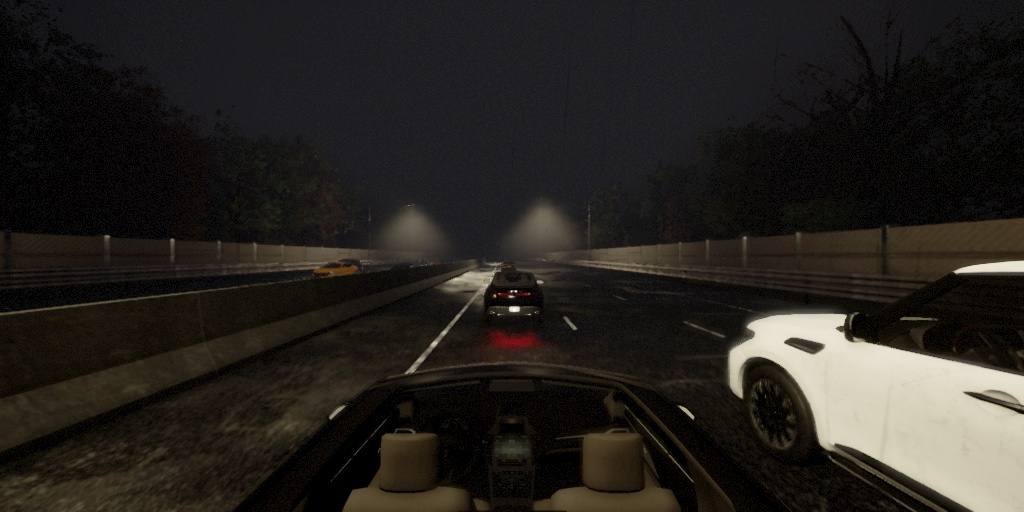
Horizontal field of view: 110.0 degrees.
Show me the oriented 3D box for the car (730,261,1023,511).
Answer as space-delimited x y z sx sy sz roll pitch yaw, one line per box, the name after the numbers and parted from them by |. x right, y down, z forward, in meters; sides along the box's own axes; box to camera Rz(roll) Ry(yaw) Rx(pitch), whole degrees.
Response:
3.596 0.971 1.772 2.150 2.045 5.566 0 0 0 | car

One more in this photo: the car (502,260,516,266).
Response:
-0.422 1.223 44.111 1.801 1.575 5.366 0 0 -1 | car

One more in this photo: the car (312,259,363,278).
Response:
-14.327 1.237 29.321 1.882 1.535 5.008 0 0 -1 | car

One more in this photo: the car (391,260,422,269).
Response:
-10.954 1.326 36.695 1.994 1.385 4.181 0 0 -1 | car

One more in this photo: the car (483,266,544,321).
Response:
0.056 1.259 12.561 1.837 1.490 4.892 0 0 0 | car
